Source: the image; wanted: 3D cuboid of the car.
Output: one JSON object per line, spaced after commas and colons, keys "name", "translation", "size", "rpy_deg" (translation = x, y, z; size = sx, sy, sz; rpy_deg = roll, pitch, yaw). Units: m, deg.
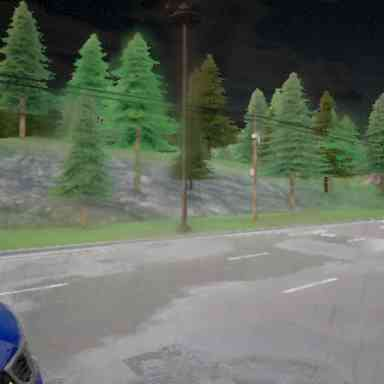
{"name": "car", "translation": [-3.554, 1.217, 1.213], "size": [5.566, 2.045, 2.150], "rpy_deg": [0, 0, -36]}
